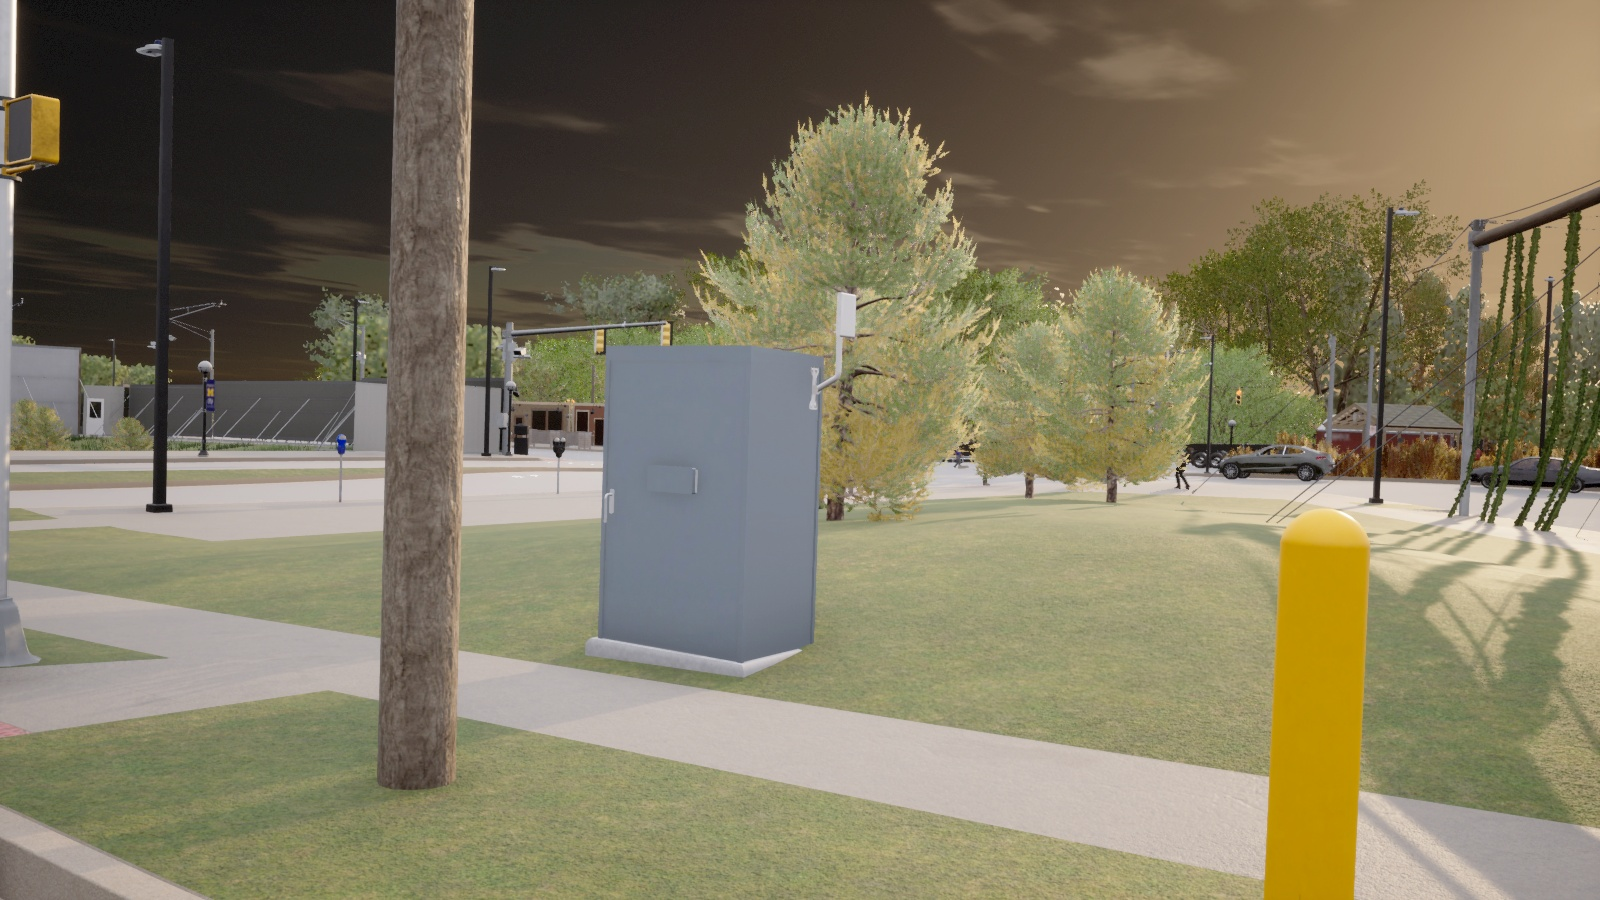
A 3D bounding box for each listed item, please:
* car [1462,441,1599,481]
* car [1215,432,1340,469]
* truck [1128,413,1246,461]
[{"bbox_3d":[30.598,0.425,52.044,5.357,1.411,2.033,2,3,34],"label":"car"},{"bbox_3d":[22.015,0.017,57.931,5.027,1.651,2.152,0,1,34],"label":"car"},{"bbox_3d":[29.141,-0.922,94.735,7.936,3.462,2.891,0,0,35],"label":"truck"}]
